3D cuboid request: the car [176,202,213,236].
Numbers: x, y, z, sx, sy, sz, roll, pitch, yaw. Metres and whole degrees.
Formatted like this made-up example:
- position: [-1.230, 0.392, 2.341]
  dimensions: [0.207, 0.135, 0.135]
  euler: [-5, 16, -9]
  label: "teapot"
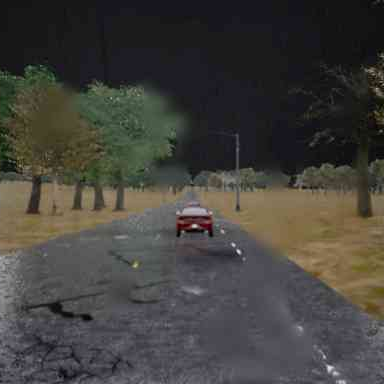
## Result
- position: [0.135, 1.537, 18.742]
  dimensions: [1.882, 1.535, 5.008]
  euler: [0, -1, 0]
  label: "car"
